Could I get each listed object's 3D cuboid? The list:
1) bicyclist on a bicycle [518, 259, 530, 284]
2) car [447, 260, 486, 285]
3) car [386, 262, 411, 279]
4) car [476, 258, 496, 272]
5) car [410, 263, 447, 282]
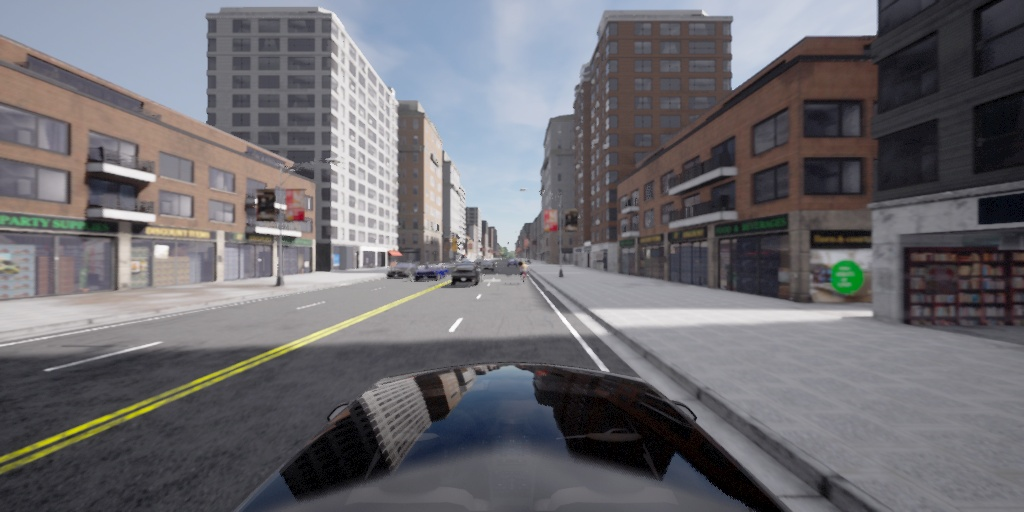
[{"bbox_3d":[0.878,1.181,25.741,0.866,1.612,1.509,0,0,0],"label":"bicyclist on a bicycle"},{"bbox_3d":[-3.147,1.250,25.710,1.837,1.490,4.892,0,0,0],"label":"car"},{"bbox_3d":[-9.843,1.292,33.121,2.033,1.411,5.357,0,0,0],"label":"car"},{"bbox_3d":[-3.146,1.290,47.027,2.033,1.411,5.357,0,0,0],"label":"car"},{"bbox_3d":[-6.594,1.346,29.477,1.895,1.301,4.718,0,0,0],"label":"car"}]
